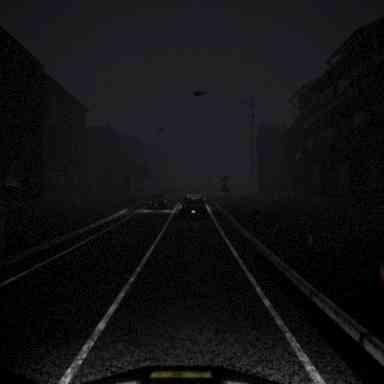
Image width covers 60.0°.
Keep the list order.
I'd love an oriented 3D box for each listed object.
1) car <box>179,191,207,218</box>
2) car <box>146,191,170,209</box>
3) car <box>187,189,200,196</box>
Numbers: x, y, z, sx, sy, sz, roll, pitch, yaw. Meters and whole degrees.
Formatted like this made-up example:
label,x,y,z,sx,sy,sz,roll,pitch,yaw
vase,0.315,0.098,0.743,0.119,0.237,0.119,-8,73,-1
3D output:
label,x,y,z,sx,sy,sz,roll,pitch,yaw
car,0.089,0.998,24.406,2.128,1.511,4.902,0,2,0
car,-3.077,0.745,31.006,1.837,1.490,4.892,0,2,0
car,0.384,0.166,71.537,2.033,1.411,5.357,0,0,10
